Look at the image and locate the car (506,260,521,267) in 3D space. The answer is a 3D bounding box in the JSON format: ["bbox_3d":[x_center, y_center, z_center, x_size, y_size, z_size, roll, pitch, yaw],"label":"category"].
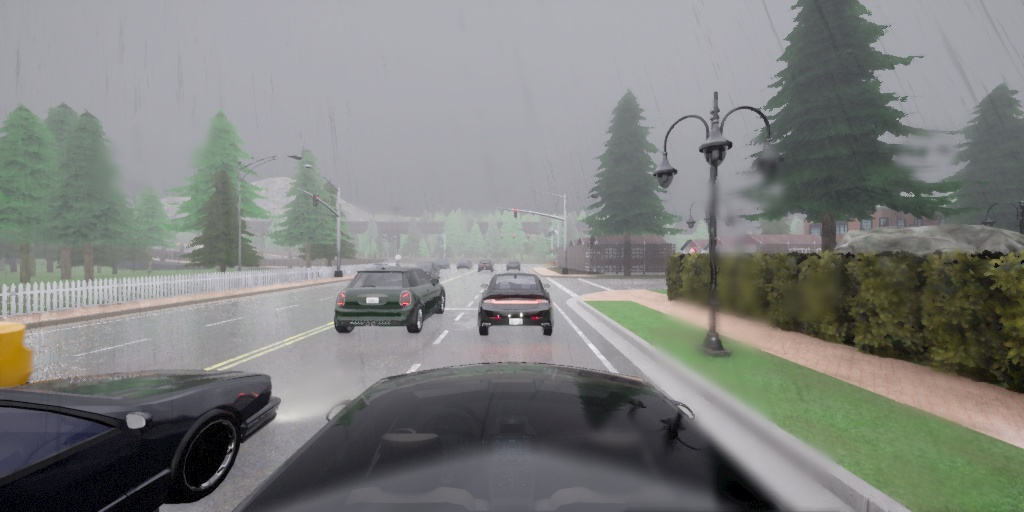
[{"bbox_3d":[0.214,1.241,49.623,2.128,1.511,4.902,0,0,1],"label":"car"}]

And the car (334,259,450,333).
[{"bbox_3d":[-3.395,1.102,10.876,2.097,1.767,4.553,0,0,0],"label":"car"}]

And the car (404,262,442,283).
[{"bbox_3d":[-7.043,1.255,28.929,1.837,1.490,4.892,0,0,0],"label":"car"}]

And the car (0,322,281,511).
[{"bbox_3d":[-3.403,1.297,1.350,2.033,1.411,5.357,0,0,0],"label":"car"}]

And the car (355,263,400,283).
[{"bbox_3d":[-10.544,1.314,28.426,1.994,1.385,4.181,0,0,0],"label":"car"}]

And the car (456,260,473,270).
[{"bbox_3d":[-6.895,1.297,52.763,2.033,1.411,5.357,0,0,0],"label":"car"}]

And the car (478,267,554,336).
[{"bbox_3d":[0.101,1.242,10.394,2.128,1.511,4.902,0,0,0],"label":"car"}]

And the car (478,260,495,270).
[{"bbox_3d":[-3.308,1.255,46.003,1.837,1.490,4.892,0,0,0],"label":"car"}]
